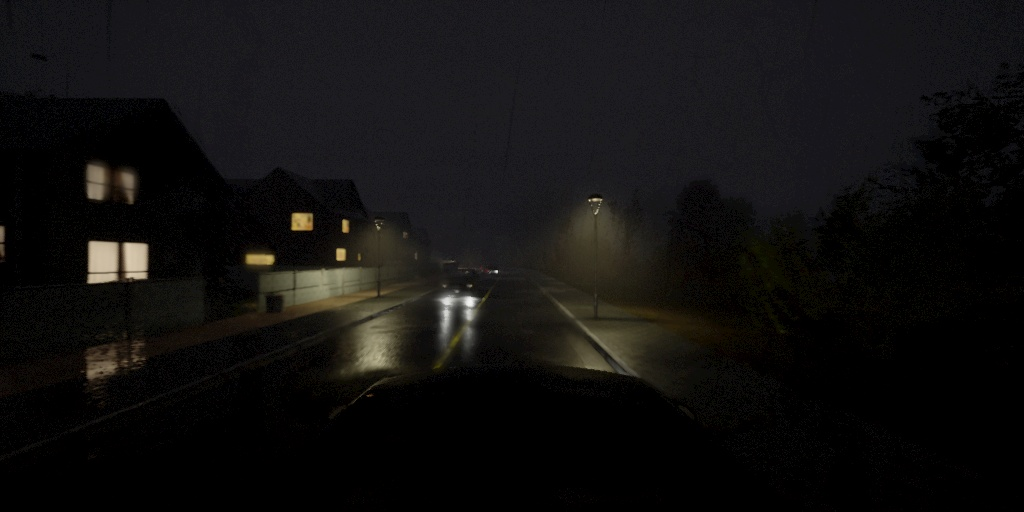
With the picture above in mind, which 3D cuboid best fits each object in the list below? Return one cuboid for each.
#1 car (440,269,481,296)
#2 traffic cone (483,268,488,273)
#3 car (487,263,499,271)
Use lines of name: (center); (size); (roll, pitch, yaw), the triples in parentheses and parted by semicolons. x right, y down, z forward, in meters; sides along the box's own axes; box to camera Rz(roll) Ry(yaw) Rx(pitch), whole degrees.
car: (-2.851, 1.483, 21.272); (2.033, 1.411, 5.357); (0, -1, 0)
traffic cone: (-3.850, 2.186, 52.585); (0.340, 0.580, 0.340); (0, 0, 0)
car: (-3.387, 1.867, 63.228); (1.994, 1.385, 4.181); (1, -1, -6)
